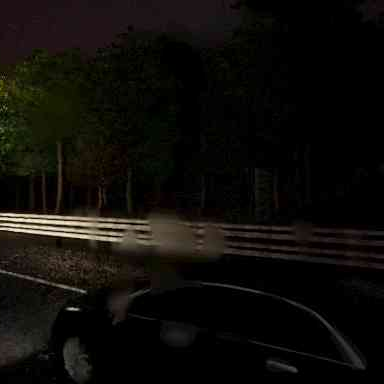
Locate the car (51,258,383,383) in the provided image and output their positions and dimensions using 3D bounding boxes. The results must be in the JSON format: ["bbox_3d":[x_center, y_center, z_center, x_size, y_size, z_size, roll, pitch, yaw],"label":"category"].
[{"bbox_3d":[0.400,1.528,3.691,4.892,1.490,1.837,-1,-1,35],"label":"car"}]
